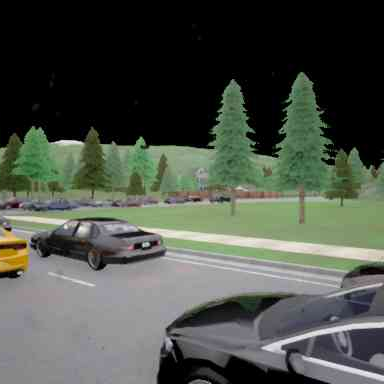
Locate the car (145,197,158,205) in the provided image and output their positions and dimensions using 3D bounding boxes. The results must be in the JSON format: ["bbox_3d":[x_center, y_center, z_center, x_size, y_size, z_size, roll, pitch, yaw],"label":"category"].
[{"bbox_3d":[-8.023,1.555,59.360,1.994,1.385,4.181,0,0,39],"label":"car"}]

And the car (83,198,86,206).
[{"bbox_3d":[-16.330,1.555,48.945,1.994,1.385,4.181,0,0,39],"label":"car"}]

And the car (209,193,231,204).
[{"bbox_3d":[5.549,1.216,65.083,2.150,2.045,5.566,0,0,39],"label":"car"}]

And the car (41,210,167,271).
[{"bbox_3d":[-3.289,1.546,11.000,5.357,1.411,2.033,0,0,38],"label":"car"}]

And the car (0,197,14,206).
[{"bbox_3d":[-22.008,1.343,41.816,2.097,1.767,4.553,0,0,39],"label":"car"}]

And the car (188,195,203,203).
[{"bbox_3d":[0.270,1.429,69.638,1.882,1.535,5.008,0,0,39],"label":"car"}]

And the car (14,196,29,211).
[{"bbox_3d":[-18.478,1.483,40.631,2.128,1.511,4.902,0,0,39],"label":"car"}]

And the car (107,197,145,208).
[{"bbox_3d":[-9.217,1.555,46.643,1.994,1.385,4.181,0,0,39],"label":"car"}]

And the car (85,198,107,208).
[{"bbox_3d":[-12.477,1.593,48.166,1.895,1.301,4.718,0,0,39],"label":"car"}]

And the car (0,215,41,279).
[{"bbox_3d":[-6.299,1.476,8.908,5.008,1.535,1.882,0,0,38],"label":"car"}]

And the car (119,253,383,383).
[{"bbox_3d":[1.853,1.491,2.589,4.902,1.511,2.128,0,0,38],"label":"car"}]

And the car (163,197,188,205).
[{"bbox_3d":[-3.192,1.555,59.801,1.994,1.385,4.181,0,0,39],"label":"car"}]

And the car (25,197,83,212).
[{"bbox_3d":[-15.790,1.540,38.386,2.033,1.411,5.357,0,0,38],"label":"car"}]

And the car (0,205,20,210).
[{"bbox_3d":[-11.270,1.543,17.148,5.357,1.411,2.033,0,0,38],"label":"car"}]

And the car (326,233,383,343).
[{"bbox_3d":[4.466,1.564,4.985,4.181,1.385,1.994,0,0,38],"label":"car"}]
